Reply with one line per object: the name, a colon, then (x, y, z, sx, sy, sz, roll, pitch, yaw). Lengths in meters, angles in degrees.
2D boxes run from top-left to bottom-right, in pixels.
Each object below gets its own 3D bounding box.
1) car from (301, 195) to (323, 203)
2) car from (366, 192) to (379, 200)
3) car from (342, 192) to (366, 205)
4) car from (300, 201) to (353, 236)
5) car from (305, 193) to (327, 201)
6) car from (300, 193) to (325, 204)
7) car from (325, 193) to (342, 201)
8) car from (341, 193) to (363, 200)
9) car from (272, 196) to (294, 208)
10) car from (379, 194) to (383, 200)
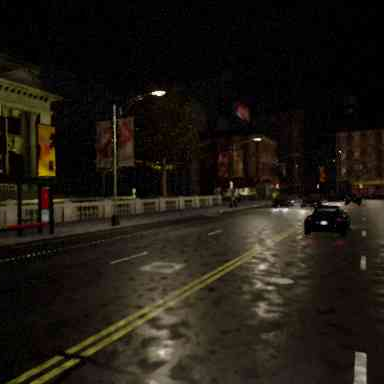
car: (19.904, 1.109, 54.917, 1.895, 1.301, 4.718, 0, 0, 39)
car: (34.599, 0.901, 63.521, 4.718, 1.301, 1.895, -1, 0, -32)
car: (22.579, 1.028, 46.313, 1.837, 1.490, 4.892, -1, 0, 33)
car: (7.119, 1.399, 17.404, 1.994, 1.385, 4.181, 0, 0, 27)
car: (23.716, 0.945, 63.425, 4.674, 1.452, 2.002, -1, 0, -43)
car: (13.535, 1.189, 37.692, 1.812, 1.442, 4.674, 0, 0, 28)
car: (23.172, 0.958, 53.362, 1.882, 1.535, 5.008, 0, 0, 40)
car: (31.641, 0.879, 65.749, 4.181, 1.385, 1.994, -1, 0, -35)
car: (11.298, 1.219, 41.025, 2.033, 1.411, 5.357, 0, 0, 28)
car: (37.257, 0.814, 61.045, 4.902, 1.511, 2.128, -1, 0, -29)
